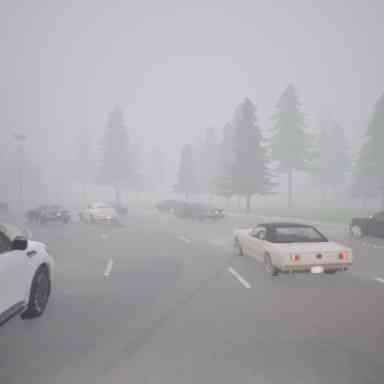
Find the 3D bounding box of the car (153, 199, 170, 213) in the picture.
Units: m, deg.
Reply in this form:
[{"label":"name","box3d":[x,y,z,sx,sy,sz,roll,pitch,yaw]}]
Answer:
[{"label":"car","box3d":[-2.322,1.541,36.226,1.837,1.490,4.892,1,-1,-42]}]

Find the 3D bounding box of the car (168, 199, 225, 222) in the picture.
[{"label":"car","box3d":[0.447,1.566,26.692,2.033,1.411,5.357,0,0,-32]}]

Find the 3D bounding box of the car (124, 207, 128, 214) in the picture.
[{"label":"car","box3d":[-8.262,1.655,32.174,1.895,1.301,4.718,0,0,-44]}]

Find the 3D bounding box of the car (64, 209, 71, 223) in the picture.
[{"label":"car","box3d":[-10.815,1.605,24.842,2.033,1.411,5.357,0,0,-40]}]

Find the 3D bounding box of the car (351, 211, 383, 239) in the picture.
[{"label":"car","box3d":[9.111,1.456,14.545,1.882,1.535,5.008,0,0,-12]}]

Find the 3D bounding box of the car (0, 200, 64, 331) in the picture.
[{"label":"car","box3d":[-3.656,1.239,4.199,2.150,2.045,5.566,0,0,-4]}]

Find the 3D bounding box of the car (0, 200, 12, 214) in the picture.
[{"label":"car","box3d":[-22.977,1.616,37.817,4.892,1.490,1.837,0,0,25]}]

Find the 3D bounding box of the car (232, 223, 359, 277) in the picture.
[{"label":"car","box3d":[2.702,1.599,10.270,1.895,1.301,4.718,0,0,-9]}]

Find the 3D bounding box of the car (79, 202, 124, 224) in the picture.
[{"label":"car","box3d":[-7.133,1.571,25.231,1.812,1.442,4.674,0,0,-34]}]
